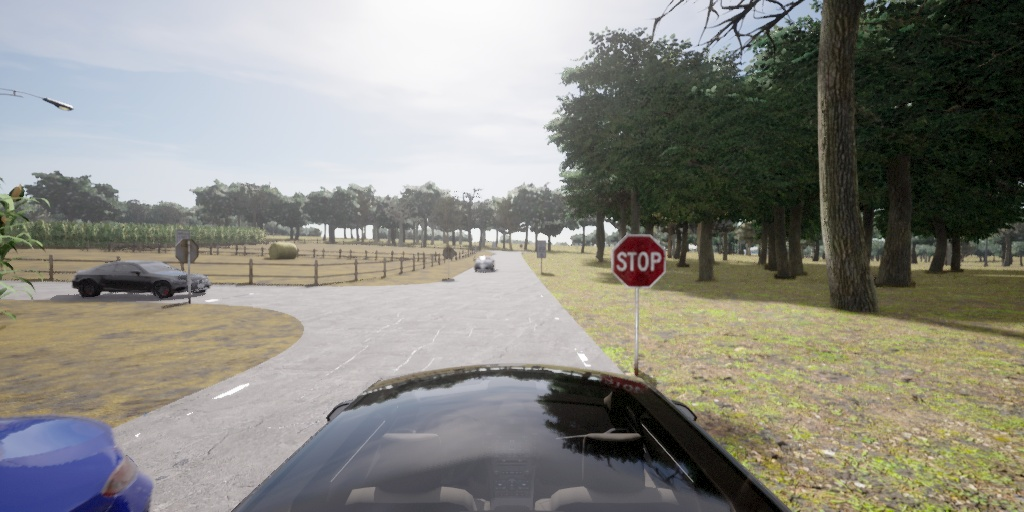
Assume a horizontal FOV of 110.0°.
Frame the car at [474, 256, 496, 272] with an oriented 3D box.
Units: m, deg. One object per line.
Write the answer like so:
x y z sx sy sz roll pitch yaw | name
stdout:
-2.621 0.731 35.060 2.128 1.511 4.902 0 2 0 | car

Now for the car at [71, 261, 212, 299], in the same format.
-15.304 0.926 14.919 4.674 1.442 1.812 1 1 -1 | car
